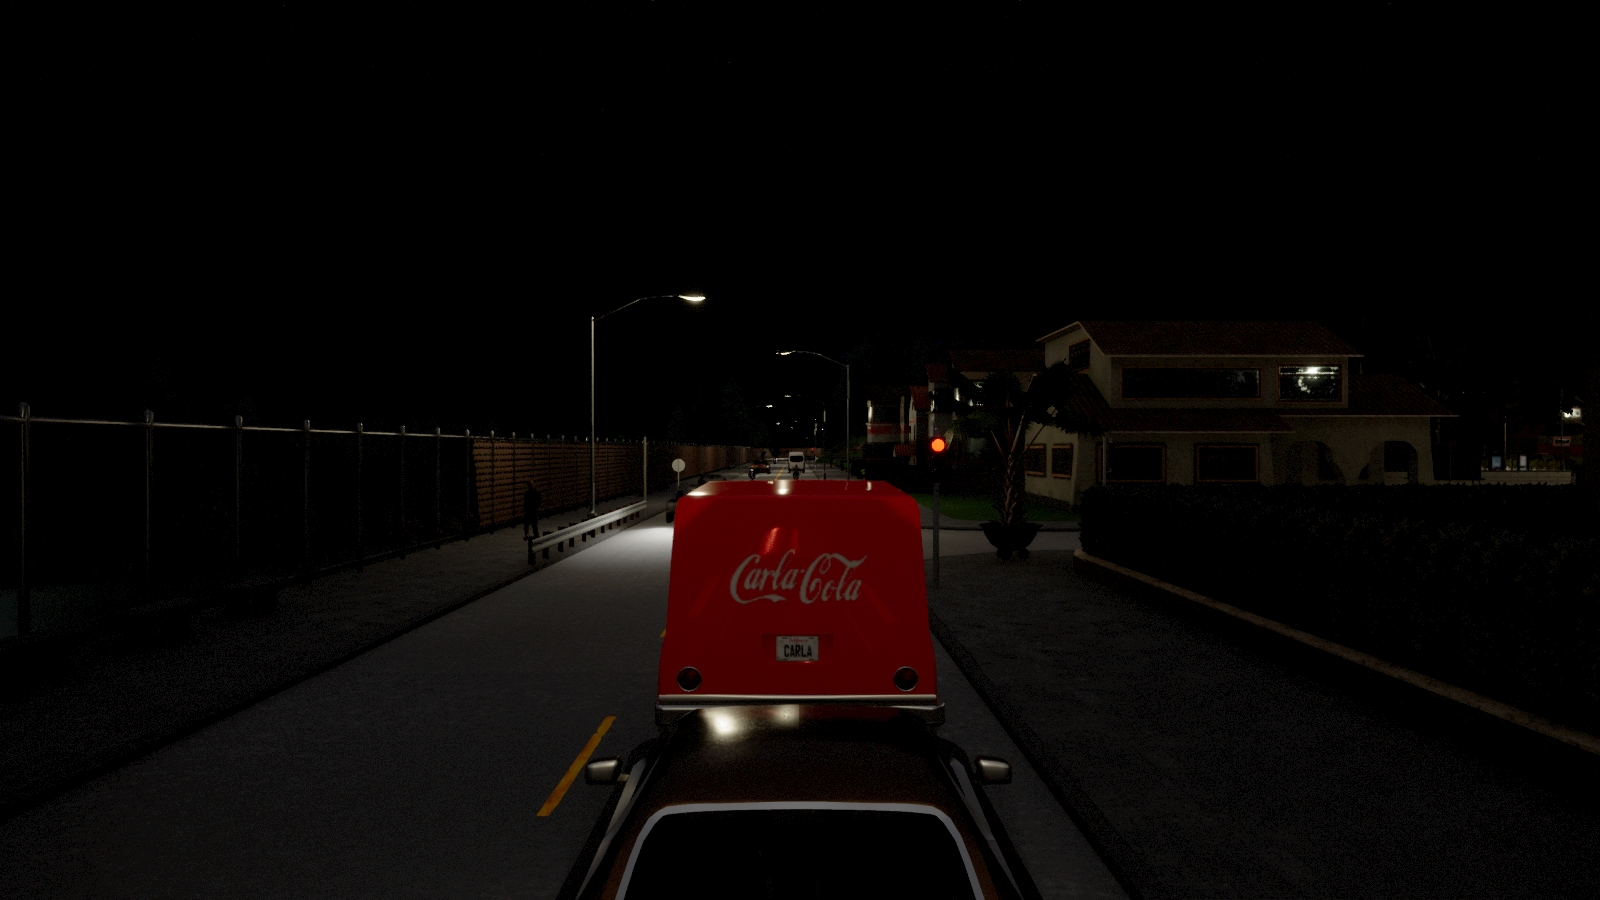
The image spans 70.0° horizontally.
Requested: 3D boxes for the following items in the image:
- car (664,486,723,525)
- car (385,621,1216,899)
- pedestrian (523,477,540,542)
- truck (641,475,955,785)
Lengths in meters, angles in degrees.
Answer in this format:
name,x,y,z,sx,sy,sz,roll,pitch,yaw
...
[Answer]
name,x,y,z,sx,sy,sz,roll,pitch,yaw
car,-4.127,2.139,44.829,1.895,1.301,4.718,0,0,0
car,-0.006,1.989,5.238,2.152,1.651,5.027,0,0,0
pedestrian,-7.851,1.732,33.428,0.375,1.860,0.375,0,0,12
truck,-0.025,1.564,12.158,2.627,2.467,5.204,0,0,0
